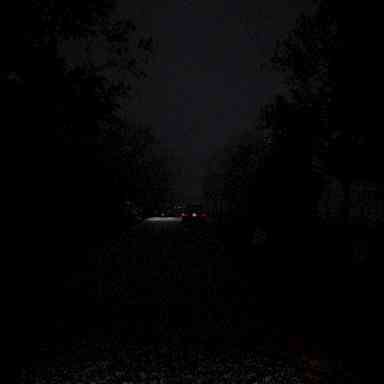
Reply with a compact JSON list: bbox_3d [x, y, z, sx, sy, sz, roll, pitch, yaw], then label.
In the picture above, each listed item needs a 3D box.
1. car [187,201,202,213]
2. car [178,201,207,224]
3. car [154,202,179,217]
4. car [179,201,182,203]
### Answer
[{"bbox_3d":[0.303,1.910,43.061,1.812,1.442,4.674,0,-1,1],"label":"car"},{"bbox_3d":[0.178,1.664,25.531,2.033,1.411,5.357,0,-1,0],"label":"car"},{"bbox_3d":[-2.726,1.766,33.902,2.033,1.411,5.357,0,-1,0],"label":"car"},{"bbox_3d":[-2.252,2.656,76.042,2.033,1.411,5.357,0,-2,1],"label":"car"}]
